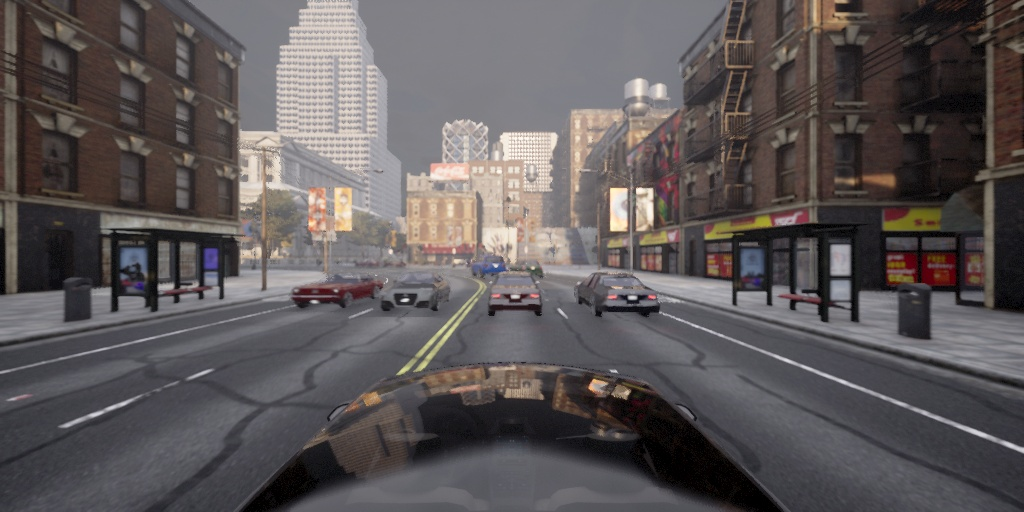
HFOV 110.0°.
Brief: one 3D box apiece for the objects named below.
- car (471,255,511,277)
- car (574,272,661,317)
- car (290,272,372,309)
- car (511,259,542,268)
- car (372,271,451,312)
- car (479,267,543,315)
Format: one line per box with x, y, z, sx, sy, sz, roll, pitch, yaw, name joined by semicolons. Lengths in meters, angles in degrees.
-2.224;0.968;32.843;2.150;2.045;5.566;0;0;-19;car
3.600;1.296;13.212;2.033;1.411;5.357;0;0;0;car
-7.121;1.349;15.142;1.895;1.301;4.718;0;0;0;car
1.171;1.098;33.127;2.097;1.767;4.553;0;0;-17;car
-3.634;1.312;14.169;1.994;1.385;4.181;0;0;0;car
0.100;1.296;13.506;2.033;1.411;5.357;0;0;0;car
